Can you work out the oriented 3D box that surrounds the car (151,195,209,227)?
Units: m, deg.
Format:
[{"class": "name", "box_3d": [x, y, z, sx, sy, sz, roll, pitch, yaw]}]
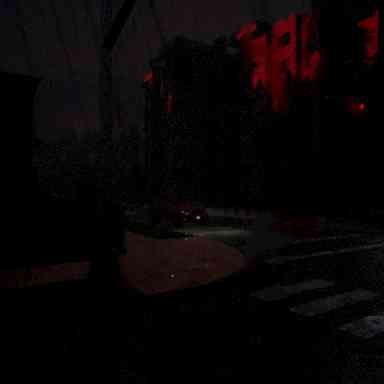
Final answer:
[{"class": "car", "box_3d": [-1.008, 1.233, 23.289, 2.150, 2.045, 5.566, 0, 0, -31]}]

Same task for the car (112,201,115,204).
[{"class": "car", "box_3d": [-10.505, 1.427, 39.259, 1.882, 1.535, 5.008, 0, 0, -31]}]
